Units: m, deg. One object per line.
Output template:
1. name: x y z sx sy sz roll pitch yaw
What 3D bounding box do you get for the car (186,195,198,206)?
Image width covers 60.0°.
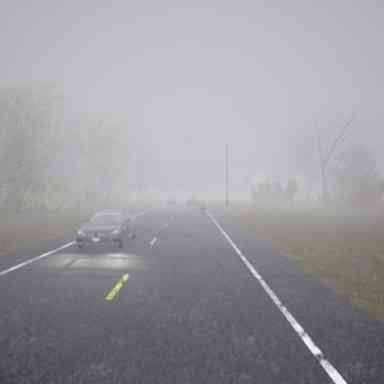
1. car: 0.067 1.578 54.215 1.895 1.301 4.718 0 0 0

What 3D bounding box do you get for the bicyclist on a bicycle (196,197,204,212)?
1. bicyclist on a bicycle: 0.936 1.424 37.757 0.866 1.612 1.509 0 0 0

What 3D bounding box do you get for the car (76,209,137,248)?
1. car: -3.602 1.523 14.798 1.812 1.442 4.674 0 0 0

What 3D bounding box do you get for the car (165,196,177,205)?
1. car: -3.550 1.479 58.277 1.837 1.490 4.892 0 0 1

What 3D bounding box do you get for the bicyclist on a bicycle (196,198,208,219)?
1. bicyclist on a bicycle: 0.977 1.429 28.334 0.866 1.612 1.509 0 0 0
